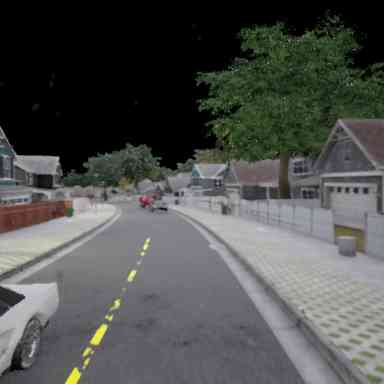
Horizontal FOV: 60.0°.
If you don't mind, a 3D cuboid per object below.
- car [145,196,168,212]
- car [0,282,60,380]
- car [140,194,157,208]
[{"bbox_3d":[-3.941,1.569,38.694,2.033,1.411,5.357,0,0,-12],"label":"car"},{"bbox_3d":[-2.928,1.603,2.876,1.895,1.301,4.718,0,0,-1],"label":"car"},{"bbox_3d":[-6.306,1.297,49.093,2.150,2.045,5.566,-1,0,-15],"label":"car"}]
